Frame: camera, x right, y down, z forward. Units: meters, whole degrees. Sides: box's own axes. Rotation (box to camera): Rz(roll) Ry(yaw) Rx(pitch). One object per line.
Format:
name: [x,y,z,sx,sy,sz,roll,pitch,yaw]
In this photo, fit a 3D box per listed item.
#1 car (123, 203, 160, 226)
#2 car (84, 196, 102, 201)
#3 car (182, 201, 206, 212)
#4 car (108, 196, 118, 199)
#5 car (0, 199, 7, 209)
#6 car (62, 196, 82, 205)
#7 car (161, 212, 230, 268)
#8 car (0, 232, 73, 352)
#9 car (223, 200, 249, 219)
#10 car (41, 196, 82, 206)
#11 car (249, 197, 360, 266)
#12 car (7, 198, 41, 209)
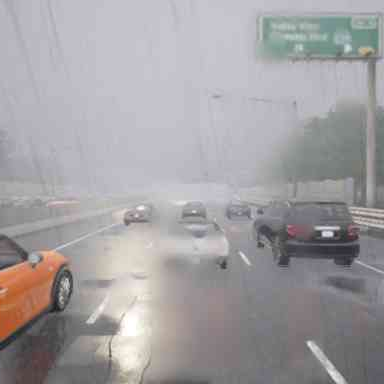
car: [-3.357,1.482,22.797,2.033,1.411,5.357,0,0,0]
car: [-17.160,1.429,57.845,1.895,1.301,4.718,0,0,1]
car: [0.183,1.482,28.327,1.994,1.385,4.181,0,0,0]
car: [-13.666,1.394,57.757,1.994,1.385,4.181,0,0,1]
car: [-20.947,1.437,36.750,2.033,1.411,5.357,0,0,1]
car: [-20.666,1.393,57.547,1.994,1.385,4.181,0,0,1]
car: [0.110,1.571,11.160,1.895,1.301,4.718,0,0,0]
car: [-3.423,1.339,4.794,2.097,1.767,4.553,0,0,0]
car: [3.679,1.411,27.748,2.128,1.511,4.902,0,0,0]
car: [-13.954,1.245,35.878,2.097,1.767,4.553,0,0,1]
car: [3.612,1.192,11.516,2.150,2.045,5.566,0,0,0]
car: [-17.454,1.399,35.931,1.837,1.490,4.892,0,0,1]
